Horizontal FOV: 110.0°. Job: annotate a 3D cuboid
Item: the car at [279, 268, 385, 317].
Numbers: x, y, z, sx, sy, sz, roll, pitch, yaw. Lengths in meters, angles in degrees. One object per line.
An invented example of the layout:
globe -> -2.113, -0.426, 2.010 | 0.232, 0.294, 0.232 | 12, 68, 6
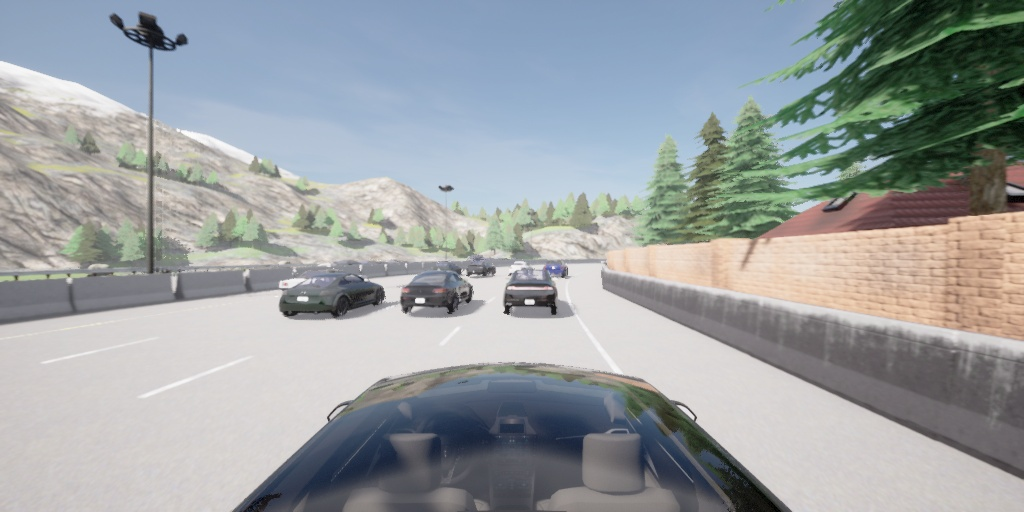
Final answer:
car -> -6.309, 1.294, 13.072 | 1.994, 1.385, 4.181 | 0, 0, 4

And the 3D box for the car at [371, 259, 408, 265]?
car -> -14.914, 1.188, 45.199 | 2.128, 1.511, 4.902 | 0, 0, 16

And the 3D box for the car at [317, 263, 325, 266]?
car -> -24.551, 1.272, 49.662 | 1.895, 1.301, 4.718 | 0, 0, 16

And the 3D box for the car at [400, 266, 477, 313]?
car -> -2.755, 1.265, 13.783 | 1.812, 1.442, 4.674 | 0, 0, 5

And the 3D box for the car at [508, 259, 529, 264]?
car -> 0.938, 1.266, 36.023 | 1.812, 1.442, 4.674 | 0, 0, 13

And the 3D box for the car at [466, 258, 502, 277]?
car -> -2.914, 1.223, 34.865 | 2.128, 1.511, 4.902 | 0, 0, 13

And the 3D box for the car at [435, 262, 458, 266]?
car -> -6.397, 1.286, 35.322 | 1.994, 1.385, 4.181 | 0, 0, 13

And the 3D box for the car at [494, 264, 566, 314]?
car -> 0.757, 1.239, 13.753 | 2.128, 1.511, 4.902 | 0, 0, 5

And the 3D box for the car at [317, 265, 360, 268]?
car -> -9.332, 1.321, 18.344 | 1.895, 1.301, 4.718 | 0, 0, 6

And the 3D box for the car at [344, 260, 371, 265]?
car -> -18.423, 1.235, 45.790 | 2.033, 1.411, 5.357 | 0, 0, 16

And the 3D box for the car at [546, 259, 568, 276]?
car -> 4.282, 1.102, 34.870 | 2.097, 1.767, 4.553 | 0, 0, 13

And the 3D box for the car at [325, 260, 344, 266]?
car -> -21.652, 1.205, 47.033 | 1.812, 1.442, 4.674 | 0, 0, 16
